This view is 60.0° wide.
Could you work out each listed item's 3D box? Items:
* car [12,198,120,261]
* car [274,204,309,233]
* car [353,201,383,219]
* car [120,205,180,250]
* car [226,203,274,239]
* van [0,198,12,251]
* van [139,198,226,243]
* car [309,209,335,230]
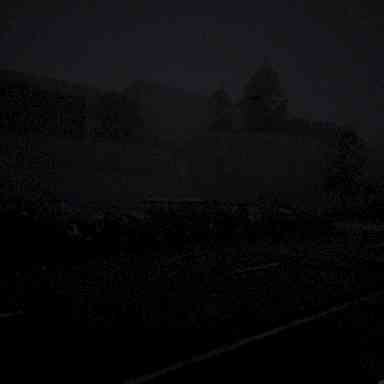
[{"bbox_3d":[-5.650,1.243,12.536,5.566,2.045,2.435,-1,-1,35],"label":"car"},{"bbox_3d":[4.046,1.541,19.461,4.674,1.452,2.002,-1,-1,35],"label":"car"},{"bbox_3d":[16.297,1.538,28.159,4.792,1.488,2.163,-1,-1,35],"label":"car"},{"bbox_3d":[-3.241,1.498,14.270,4.892,1.521,2.231,-1,-1,35],"label":"car"},{"bbox_3d":[1.638,1.374,17.718,4.553,1.767,2.185,-1,-1,34],"label":"car"},{"bbox_3d":[-8.007,1.266,10.755,4.442,1.987,1.878,-1,-1,35],"label":"van"},{"bbox_3d":[-0.915,1.274,16.071,4.442,1.987,1.878,-1,-1,35],"label":"van"},{"bbox_3d":[6.517,1.532,21.195,4.792,1.488,2.163,-1,-1,35],"label":"car"}]
